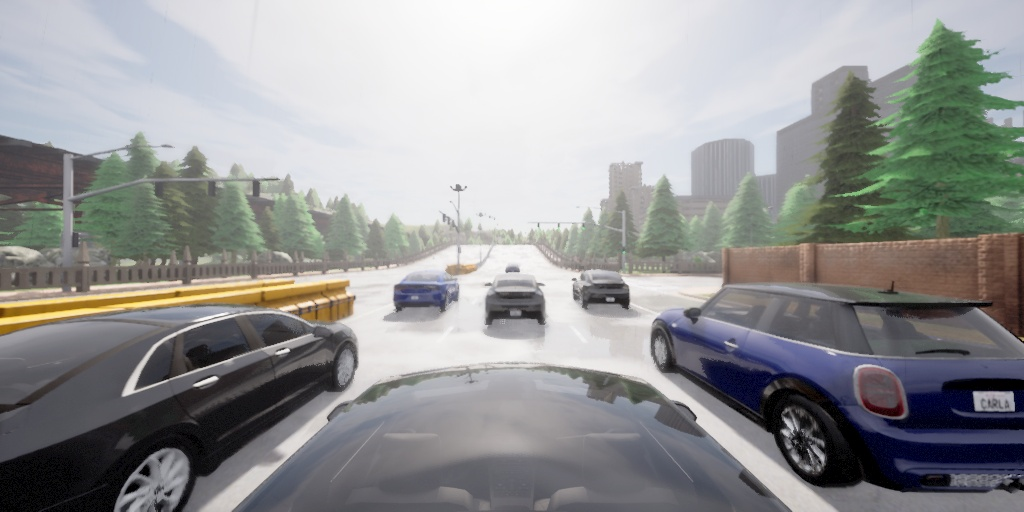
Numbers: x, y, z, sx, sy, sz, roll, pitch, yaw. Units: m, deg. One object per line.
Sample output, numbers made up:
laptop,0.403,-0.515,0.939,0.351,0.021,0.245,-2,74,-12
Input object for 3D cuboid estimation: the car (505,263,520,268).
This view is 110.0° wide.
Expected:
car,0.092,1.644,45.757,1.812,1.442,4.674,0,0,0

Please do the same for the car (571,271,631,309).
car,3.781,1.373,15.738,1.837,1.490,4.892,0,0,3

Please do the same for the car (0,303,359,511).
car,-3.399,1.275,3.903,1.837,1.490,4.892,0,0,0

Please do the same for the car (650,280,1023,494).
car,3.602,1.127,4.804,2.097,1.767,4.553,0,-1,0

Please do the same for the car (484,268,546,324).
car,0.100,1.346,12.406,1.837,1.490,4.892,0,0,0

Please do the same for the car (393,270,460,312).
car,-3.398,1.339,15.027,1.882,1.535,5.008,0,-1,0
